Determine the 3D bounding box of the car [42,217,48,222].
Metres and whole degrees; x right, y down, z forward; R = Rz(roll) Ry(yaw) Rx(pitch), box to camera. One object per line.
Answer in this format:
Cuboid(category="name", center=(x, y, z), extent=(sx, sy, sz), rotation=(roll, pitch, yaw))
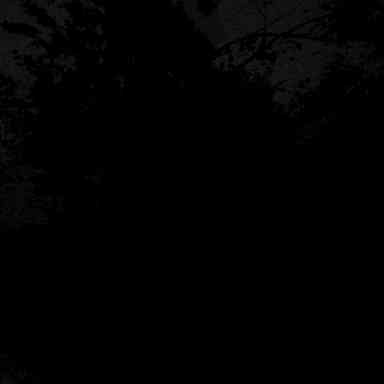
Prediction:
Cuboid(category="car", center=(-21.585, 4.258, 54.109), extent=(2.033, 1.411, 5.357), rotation=(-4, -4, 28))
